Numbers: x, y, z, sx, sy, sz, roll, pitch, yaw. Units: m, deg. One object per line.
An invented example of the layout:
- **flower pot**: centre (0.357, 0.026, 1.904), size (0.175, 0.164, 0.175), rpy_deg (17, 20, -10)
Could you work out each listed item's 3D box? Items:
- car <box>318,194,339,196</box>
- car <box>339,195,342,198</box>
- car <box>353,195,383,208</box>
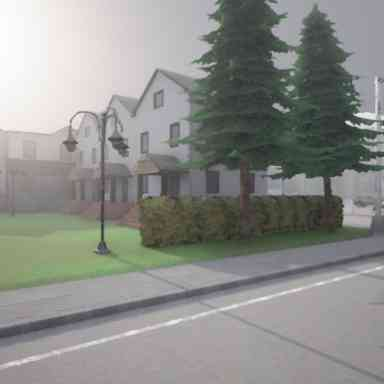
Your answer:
- **car**: centre (28.756, 1.432, 71.773), size (1.905, 1.878, 3.866), rpy_deg (0, 0, -36)
- **car**: centre (30.872, 1.468, 73.806), size (1.932, 1.855, 4.605), rpy_deg (0, 0, -36)
- **car**: centre (25.997, 1.366, 48.354), size (1.932, 1.855, 4.605), rpy_deg (0, 0, -36)
